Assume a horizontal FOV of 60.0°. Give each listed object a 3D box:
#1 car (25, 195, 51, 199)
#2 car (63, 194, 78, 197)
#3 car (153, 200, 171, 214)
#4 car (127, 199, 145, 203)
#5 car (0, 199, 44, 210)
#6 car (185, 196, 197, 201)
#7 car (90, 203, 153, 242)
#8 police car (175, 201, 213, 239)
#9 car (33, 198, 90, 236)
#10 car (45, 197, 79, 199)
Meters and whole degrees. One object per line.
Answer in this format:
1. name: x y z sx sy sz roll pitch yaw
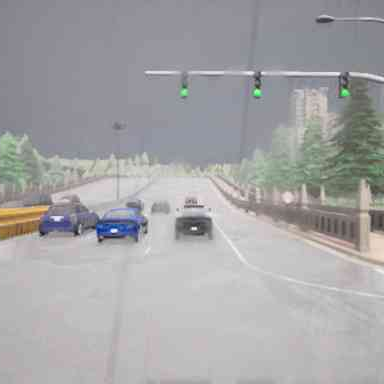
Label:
1. car: -17.550 1.377 37.442 2.150 2.045 5.566 0 1 0
2. car: -17.608 1.201 47.644 2.097 1.767 4.553 0 3 0
3. car: -3.452 1.652 37.458 2.128 1.511 4.902 0 1 0
4. car: -6.970 1.609 40.916 1.837 1.490 4.892 0 1 0
5. car: -14.024 1.616 26.927 1.882 1.535 5.008 0 0 1
6. car: -0.132 1.206 51.974 1.895 1.301 4.718 0 4 0
7. car: -3.403 1.566 16.995 1.882 1.535 5.008 0 0 0
8. police car: 0.097 1.519 18.114 1.930 1.638 5.238 0 0 0
9. car: -6.905 1.451 19.164 2.097 1.767 4.553 0 0 0
10. car: -14.043 1.643 36.363 1.882 1.535 5.008 0 0 0
